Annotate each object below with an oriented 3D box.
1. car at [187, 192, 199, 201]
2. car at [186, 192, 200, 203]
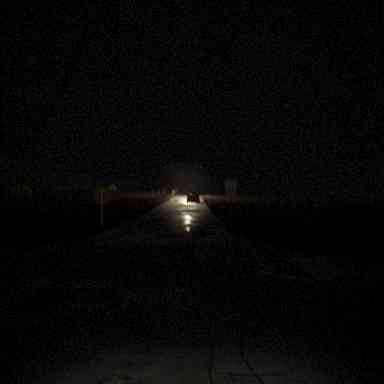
[{"bbox_3d":[0.224,0.794,62.866,2.128,1.511,4.902,0,1,0],"label":"car"},{"bbox_3d":[0.187,0.852,52.801,2.097,1.767,4.553,0,1,0],"label":"car"}]
